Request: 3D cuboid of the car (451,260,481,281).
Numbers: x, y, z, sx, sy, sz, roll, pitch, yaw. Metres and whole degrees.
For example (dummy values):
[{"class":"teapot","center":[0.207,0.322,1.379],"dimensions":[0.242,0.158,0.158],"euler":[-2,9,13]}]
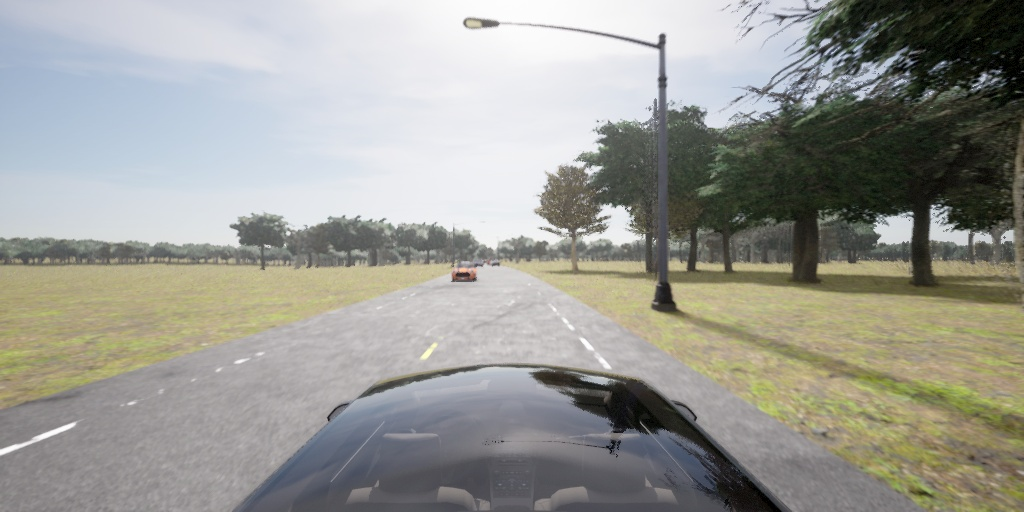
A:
[{"class":"car","center":[-4.242,1.326,32.496],"dimensions":[2.097,1.767,4.553],"euler":[0,0,-2]}]
